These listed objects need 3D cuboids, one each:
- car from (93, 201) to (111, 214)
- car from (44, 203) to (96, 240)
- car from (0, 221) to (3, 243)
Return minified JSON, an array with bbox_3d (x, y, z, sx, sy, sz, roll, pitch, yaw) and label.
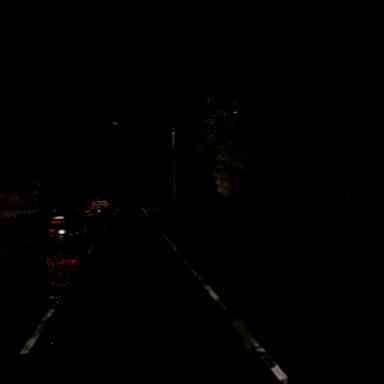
[{"bbox_3d":[-9.852,1.638,35.958,1.895,1.301,4.718,-1,0,-10],"label":"car"},{"bbox_3d":[-6.387,1.554,17.527,1.837,1.490,4.892,-1,0,-11],"label":"car"},{"bbox_3d":[-9.015,1.595,12.899,2.128,1.511,4.902,-1,0,-11],"label":"car"}]
